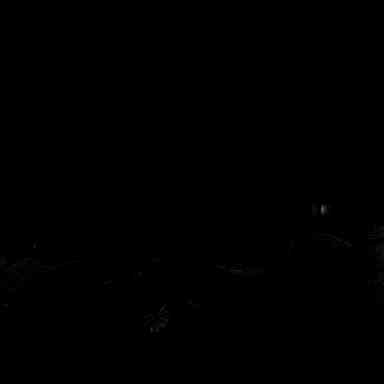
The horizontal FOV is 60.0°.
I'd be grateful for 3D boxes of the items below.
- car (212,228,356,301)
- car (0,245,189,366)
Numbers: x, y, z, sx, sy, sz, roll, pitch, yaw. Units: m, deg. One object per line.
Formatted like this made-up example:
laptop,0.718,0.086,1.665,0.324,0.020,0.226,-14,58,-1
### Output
car,2.430,1.582,8.269,4.206,1.307,1.802,0,0,-35
car,-2.050,1.566,5.075,4.313,1.339,1.947,0,0,-35
